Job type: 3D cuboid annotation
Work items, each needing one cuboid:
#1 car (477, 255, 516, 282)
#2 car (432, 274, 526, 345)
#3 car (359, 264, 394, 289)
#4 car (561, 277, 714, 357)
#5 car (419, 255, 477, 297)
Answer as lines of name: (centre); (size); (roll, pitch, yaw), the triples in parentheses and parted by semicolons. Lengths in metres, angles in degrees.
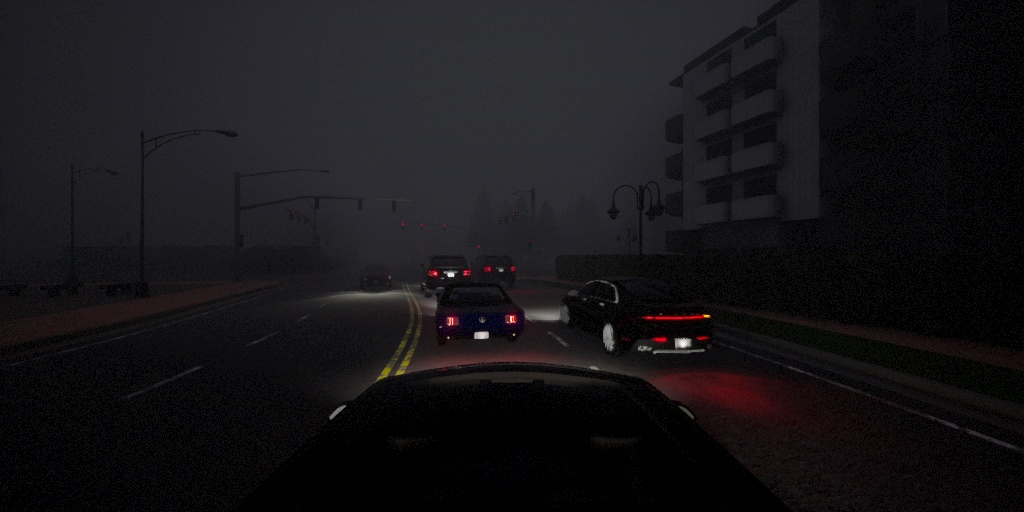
car: (-1.419, 0.966, 23.604); (2.150, 2.045, 5.566); (0, -1, -17)
car: (-1.078, 1.351, 9.579); (1.895, 1.301, 4.718); (0, 0, -12)
car: (-8.832, 1.265, 23.516); (1.882, 1.535, 5.008); (0, 0, -19)
car: (2.618, 1.256, 8.669); (1.837, 1.490, 4.892); (0, 0, -9)
car: (-3.613, 0.971, 19.013); (2.150, 2.045, 5.566); (0, 0, -18)
